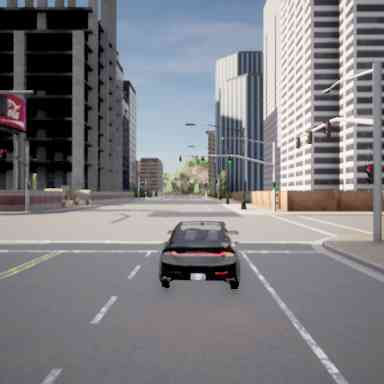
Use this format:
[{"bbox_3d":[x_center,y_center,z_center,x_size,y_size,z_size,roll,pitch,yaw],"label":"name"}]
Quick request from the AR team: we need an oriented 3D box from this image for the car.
[{"bbox_3d":[0.283,1.526,9.232,2.128,1.511,4.902,0,0,4],"label":"car"}]
